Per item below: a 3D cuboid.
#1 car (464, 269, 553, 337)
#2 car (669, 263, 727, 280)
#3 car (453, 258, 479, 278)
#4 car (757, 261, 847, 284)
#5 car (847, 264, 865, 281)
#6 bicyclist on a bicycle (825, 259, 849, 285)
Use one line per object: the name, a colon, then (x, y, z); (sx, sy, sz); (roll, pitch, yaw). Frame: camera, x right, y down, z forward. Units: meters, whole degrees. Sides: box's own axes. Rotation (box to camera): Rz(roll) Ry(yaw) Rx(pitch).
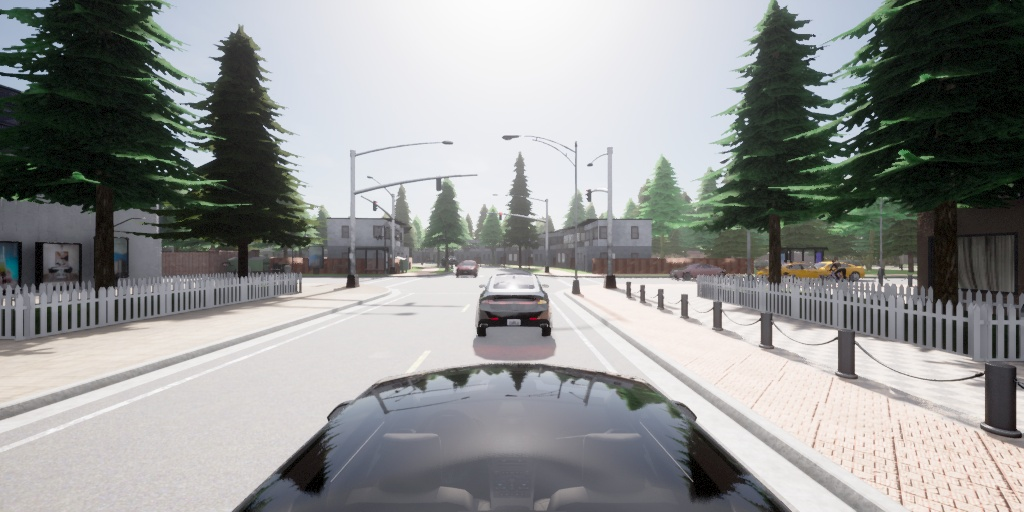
car: (0.056, 1.242, 10.291); (2.128, 1.511, 4.902); (0, 0, 0)
car: (15.295, 1.299, 29.595); (4.181, 1.385, 1.994); (0, 0, 2)
car: (-4.214, 1.198, 34.000); (1.882, 1.535, 5.008); (0, 0, -3)
car: (20.480, 1.212, 25.736); (5.008, 1.535, 1.882); (0, 0, 2)
car: (25.722, 1.212, 29.294); (5.008, 1.535, 1.882); (0, 0, 2)
bicyclist on a bicycle: (19.886, 1.035, 21.978); (0.582, 1.620, 1.656); (0, 0, 2)
